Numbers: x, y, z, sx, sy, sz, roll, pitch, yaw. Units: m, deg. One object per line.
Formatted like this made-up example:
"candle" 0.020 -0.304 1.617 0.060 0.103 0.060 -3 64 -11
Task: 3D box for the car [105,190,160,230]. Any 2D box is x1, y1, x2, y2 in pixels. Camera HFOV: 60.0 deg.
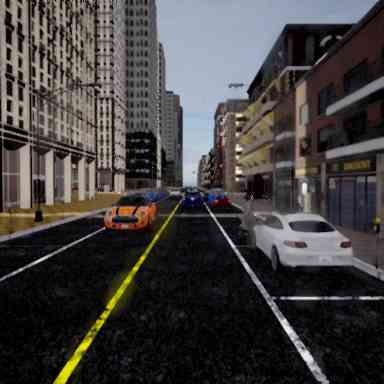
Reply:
"car" -3.102 0.956 17.573 2.097 1.767 4.553 0 1 0

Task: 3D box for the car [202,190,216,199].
"car" 2.682 0.366 53.399 2.008 1.369 4.403 0 1 0

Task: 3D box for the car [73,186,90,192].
"car" -26.720 -0.681 81.091 4.206 1.307 1.802 1 0 0

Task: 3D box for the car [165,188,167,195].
"car" -5.702 -0.112 70.338 1.967 1.590 4.097 0 1 0

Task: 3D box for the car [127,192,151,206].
"car" -5.696 0.752 36.457 1.947 1.339 4.313 0 1 0

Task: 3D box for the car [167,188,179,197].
"car" -3.057 0.196 60.085 1.812 1.442 4.674 0 1 1

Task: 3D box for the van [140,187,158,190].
"van" -5.698 0.403 42.099 1.690 1.788 3.998 0 1 0

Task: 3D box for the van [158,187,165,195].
"van" -5.699 0.156 53.393 1.690 1.788 3.998 0 1 0

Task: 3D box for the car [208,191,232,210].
"car" 2.685 0.892 30.811 1.802 1.307 4.206 0 1 0

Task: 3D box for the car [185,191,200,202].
"car" 0.047 0.540 45.954 1.994 1.385 4.181 0 1 1

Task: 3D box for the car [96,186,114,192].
"car" -21.143 -0.716 81.107 4.097 1.590 1.967 1 0 0

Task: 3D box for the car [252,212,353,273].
"car" 2.998 1.304 9.785 1.812 1.442 4.674 0 1 0

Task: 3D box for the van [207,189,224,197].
"van" 2.684 0.527 36.453 1.690 1.788 3.998 0 1 0

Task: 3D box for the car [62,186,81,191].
"car" -32.376 -0.983 89.453 4.206 1.307 1.802 1 0 0

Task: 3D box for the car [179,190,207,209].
"car" 0.063 0.632 32.214 2.097 1.767 4.553 0 1 0

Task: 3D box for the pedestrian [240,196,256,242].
"pedestrian" 2.130 1.009 12.585 0.375 1.860 0.375 0 1 -2

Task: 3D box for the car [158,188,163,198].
"car" -5.698 0.489 47.751 2.008 1.369 4.403 0 1 0
